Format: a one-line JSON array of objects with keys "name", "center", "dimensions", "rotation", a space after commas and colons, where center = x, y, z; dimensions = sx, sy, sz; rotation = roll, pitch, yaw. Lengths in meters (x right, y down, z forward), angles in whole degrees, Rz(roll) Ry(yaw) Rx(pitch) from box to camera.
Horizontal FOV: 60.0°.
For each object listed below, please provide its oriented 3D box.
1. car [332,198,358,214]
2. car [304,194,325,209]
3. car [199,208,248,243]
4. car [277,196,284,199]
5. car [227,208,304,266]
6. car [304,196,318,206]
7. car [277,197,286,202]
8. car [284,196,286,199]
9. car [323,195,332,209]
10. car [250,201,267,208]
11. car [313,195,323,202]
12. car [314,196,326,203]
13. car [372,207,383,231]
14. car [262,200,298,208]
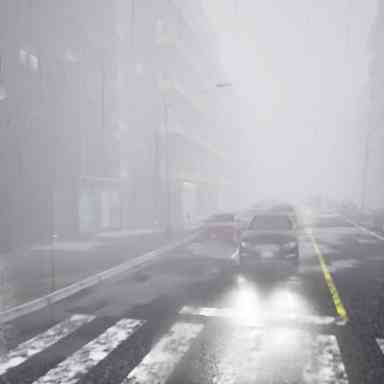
[{"name": "car", "center": [15.850, 1.422, 34.145], "dimensions": [1.752, 1.417, 4.829], "rotation": [-2, -1, 17]}, {"name": "car", "center": [16.937, 1.383, 46.382], "dimensions": [2.097, 1.767, 4.553], "rotation": [-2, -1, 17]}, {"name": "car", "center": [1.623, 1.726, 17.032], "dimensions": [1.887, 1.381, 4.507], "rotation": [-2, -1, 17]}, {"name": "car", "center": [14.556, 1.854, 58.170], "dimensions": [1.947, 1.339, 4.313], "rotation": [-2, -1, 17]}, {"name": "car", "center": [2.867, 1.554, 11.904], "dimensions": [2.128, 1.511, 4.902], "rotation": [-2, -1, 17]}, {"name": "car", "center": [19.893, 1.535, 55.869], "dimensions": [1.882, 1.535, 5.008], "rotation": [-2, -1, 17]}, {"name": "car", "center": [22.997, 1.935, 85.300], "dimensions": [1.947, 1.339, 4.313], "rotation": [-2, -1, 17]}, {"name": "car", "center": [19.621, 1.918, 74.448], "dimensions": [1.802, 1.307, 4.206], "rotation": [-2, -1, 17]}, {"name": "car", "center": [19.226, 1.452, 44.997], "dimensions": [1.752, 1.417, 4.829], "rotation": [-2, -1, 17]}, {"name": "car", "center": [6.116, 1.764, 31.040], "dimensions": [2.008, 1.369, 4.403], "rotation": [-2, -1, 17]}, {"name": "car", "center": [29.355, 1.547, 77.553], "dimensions": [1.752, 1.417, 4.829], "rotation": [-2, -1, 17]}, {"name": "car", "center": [27.617, 1.556, 71.965], "dimensions": [2.008, 1.369, 4.403], "rotation": [-2, -1, 17]}, {"name": "car", "center": [10.837, 1.393, 17.677], "dimensions": [1.887, 1.381, 4.507], "rotation": [-2, -1, 17]}, {"name": "car", "center": [5.941, 1.566, 21.780], "dimensions": [1.882, 1.535, 5.008], "rotation": [-2, -1, 17]}]
